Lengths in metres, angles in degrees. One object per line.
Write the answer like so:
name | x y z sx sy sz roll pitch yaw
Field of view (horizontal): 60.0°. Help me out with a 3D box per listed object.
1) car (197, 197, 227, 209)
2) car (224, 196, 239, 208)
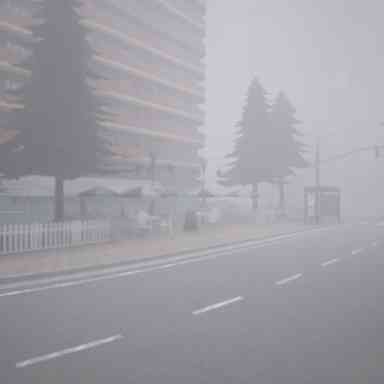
car | 2.274 1.859 50.408 4.902 1.511 2.128 0 -1 42
car | 5.151 1.880 52.527 5.008 1.535 1.882 0 -1 42
